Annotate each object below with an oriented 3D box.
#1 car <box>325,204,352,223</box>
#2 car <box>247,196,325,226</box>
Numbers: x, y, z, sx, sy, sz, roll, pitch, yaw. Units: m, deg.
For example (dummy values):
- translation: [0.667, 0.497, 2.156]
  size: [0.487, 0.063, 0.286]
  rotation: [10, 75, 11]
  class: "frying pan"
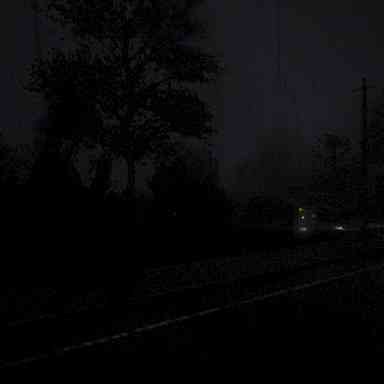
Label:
- translation: [9.900, 1.555, 26.148]
  size: [1.882, 1.535, 5.008]
  rotation: [0, -1, -39]
  class: "car"
- translation: [6.552, 1.309, 24.759]
  size: [2.150, 2.045, 5.566]
  rotation: [0, -1, -39]
  class: "car"
